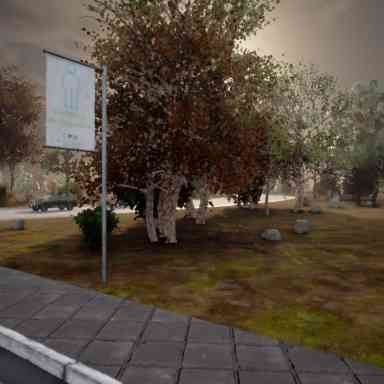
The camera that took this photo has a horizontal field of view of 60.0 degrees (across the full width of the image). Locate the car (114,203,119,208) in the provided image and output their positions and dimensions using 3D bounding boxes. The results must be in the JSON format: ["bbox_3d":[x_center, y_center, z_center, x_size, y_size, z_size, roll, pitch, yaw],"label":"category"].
[{"bbox_3d":[-10.141,1.462,48.167,1.837,1.490,4.892,0,0,37],"label":"car"}]

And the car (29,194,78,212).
[{"bbox_3d":[-16.531,1.212,39.939,2.150,2.045,5.566,0,0,38],"label":"car"}]
